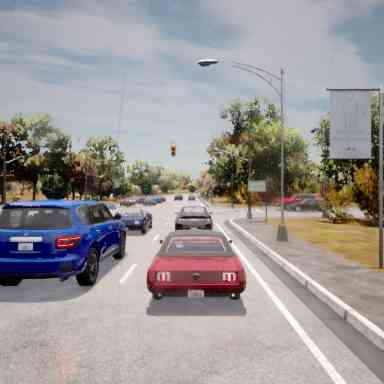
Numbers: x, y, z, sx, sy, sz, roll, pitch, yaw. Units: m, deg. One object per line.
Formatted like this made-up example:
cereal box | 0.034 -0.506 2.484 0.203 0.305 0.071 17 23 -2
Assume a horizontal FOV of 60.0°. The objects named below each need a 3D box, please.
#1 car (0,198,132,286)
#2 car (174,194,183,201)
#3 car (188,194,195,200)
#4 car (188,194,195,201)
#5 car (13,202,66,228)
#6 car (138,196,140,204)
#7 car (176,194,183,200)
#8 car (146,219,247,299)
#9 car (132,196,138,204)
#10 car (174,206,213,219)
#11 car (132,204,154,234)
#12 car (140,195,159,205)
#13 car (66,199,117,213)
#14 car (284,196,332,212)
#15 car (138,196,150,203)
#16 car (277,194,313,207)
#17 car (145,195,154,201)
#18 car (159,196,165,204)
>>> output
car | -3.409 1.221 9.531 2.150 2.045 5.566 0 0 0
car | -3.539 1.493 85.114 1.837 1.490 4.892 0 0 0
car | -0.044 1.360 95.534 1.882 1.535 5.008 0 0 0
car | -0.039 1.533 85.115 2.033 1.411 5.357 0 0 0
car | -10.493 1.526 23.306 1.812 1.442 4.674 1 0 -3
car | -10.576 1.525 63.825 1.812 1.442 4.674 0 0 0
car | -3.544 1.382 95.533 1.837 1.490 4.892 0 0 0
car | 0.099 1.601 8.378 1.895 1.301 4.718 0 0 0
car | -10.612 1.601 54.790 1.895 1.301 4.718 0 0 0
car | 0.092 1.491 17.649 2.128 1.511 4.902 0 0 0
car | -3.409 1.601 19.285 1.895 1.301 4.718 0 0 0
car | -7.108 1.525 56.158 1.812 1.442 4.674 0 0 0
car | -11.296 1.547 37.539 5.357 1.411 2.033 0 0 -22
car | 13.378 1.505 37.899 4.892 1.490 1.837 0 0 3
car | -10.533 1.552 72.549 1.994 1.385 4.181 0 0 0
car | 13.424 1.221 41.416 5.566 2.045 2.150 0 0 3
car | -10.538 1.523 82.577 1.812 1.442 4.674 0 0 0
car | -7.062 1.477 65.488 1.882 1.535 5.008 0 0 1
